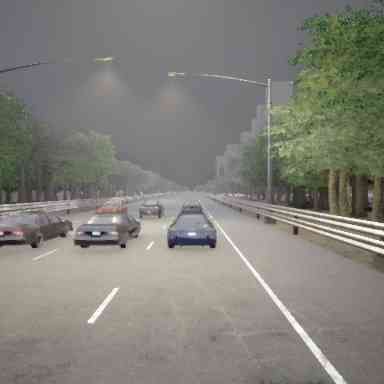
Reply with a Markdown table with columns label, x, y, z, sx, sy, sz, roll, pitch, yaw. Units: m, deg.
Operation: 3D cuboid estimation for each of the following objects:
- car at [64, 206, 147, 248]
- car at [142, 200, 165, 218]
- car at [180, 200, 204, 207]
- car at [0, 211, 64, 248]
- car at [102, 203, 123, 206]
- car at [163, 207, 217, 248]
| label | x | y | z | sx | sy | sz | roll | pitch | yaw |
| --- | --- | --- | --- | --- | --- | --- | --- | --- | --- |
| car | -3.499 | 1.558 | 14.650 | 2.033 | 1.411 | 5.357 | 0 | 0 | 0 |
| car | -3.499 | 1.476 | 29.650 | 2.128 | 1.511 | 4.902 | 0 | 0 | 0 |
| car | 0.001 | 1.498 | 29.650 | 1.837 | 1.490 | 4.892 | 0 | 0 | 0 |
| car | -6.999 | 1.557 | 14.650 | 2.033 | 1.411 | 5.357 | 0 | 0 | 0 |
| car | -6.999 | 1.597 | 29.680 | 1.895 | 1.301 | 4.718 | 0 | 0 | 0 |
| car | 0.001 | 1.567 | 14.650 | 1.994 | 1.385 | 4.181 | 0 | 0 | 0 |
